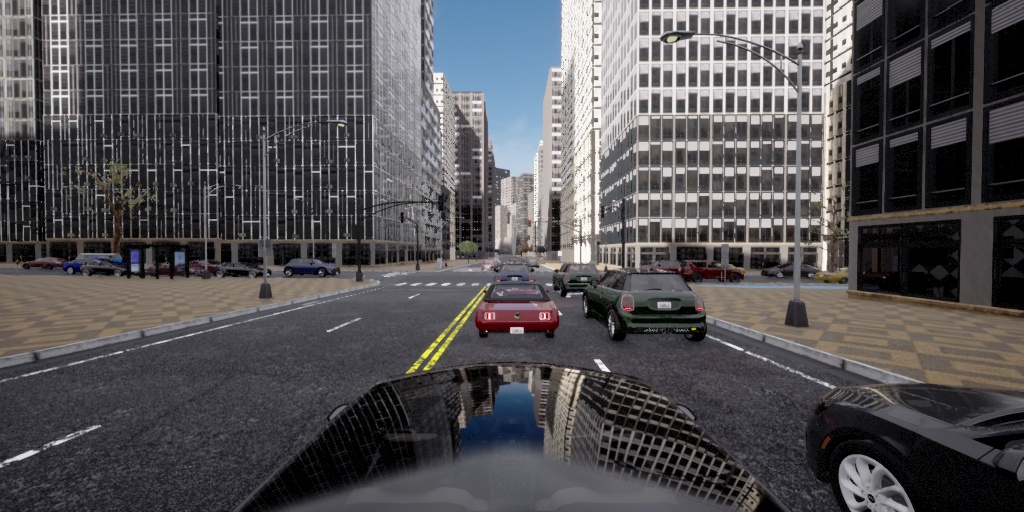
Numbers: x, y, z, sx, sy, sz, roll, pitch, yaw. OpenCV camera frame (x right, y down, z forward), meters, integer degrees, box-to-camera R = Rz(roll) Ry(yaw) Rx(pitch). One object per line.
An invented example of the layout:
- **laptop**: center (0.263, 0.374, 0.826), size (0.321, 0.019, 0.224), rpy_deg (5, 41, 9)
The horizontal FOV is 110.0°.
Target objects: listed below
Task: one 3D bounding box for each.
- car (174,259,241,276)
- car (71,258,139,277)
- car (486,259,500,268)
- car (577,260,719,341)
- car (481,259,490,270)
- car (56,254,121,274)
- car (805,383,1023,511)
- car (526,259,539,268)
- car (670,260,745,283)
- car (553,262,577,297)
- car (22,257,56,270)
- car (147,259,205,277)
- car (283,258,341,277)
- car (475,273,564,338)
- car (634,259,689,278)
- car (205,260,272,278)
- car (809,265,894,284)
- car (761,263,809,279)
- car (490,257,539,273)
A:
- **car**: center (-27.959, 1.042, 33.027), size (4.674, 1.442, 1.812), rpy_deg (1, 1, 1)
- **car**: center (-34.045, 1.069, 30.527), size (4.313, 1.339, 1.948), rpy_deg (0, 0, 1)
- **car**: center (-3.217, 1.251, 60.260), size (2.033, 1.411, 5.357), rpy_deg (0, 0, 0)
- **car**: center (3.356, 1.098, 10.008), size (2.097, 1.767, 4.553), rpy_deg (0, 0, 0)
- **car**: center (-3.241, 1.241, 50.572), size (1.812, 1.442, 4.674), rpy_deg (0, 0, 0)
- **car**: center (-38.432, 0.898, 33.260), size (5.008, 1.535, 1.882), rpy_deg (1, 1, 2)
- **car**: center (3.341, 1.255, 0.953), size (1.837, 1.490, 4.892), rpy_deg (0, 0, 0)
- **car**: center (3.459, 1.267, 61.198), size (1.994, 1.385, 4.181), rpy_deg (0, 0, 0)
- **car**: center (16.243, 1.269, 29.599), size (5.009, 1.841, 2.192), rpy_deg (0, 0, 1)
- **car**: center (3.379, 1.093, 18.945), size (2.097, 1.767, 4.553), rpy_deg (0, 0, 0)
- **car**: center (-50.902, 0.793, 39.335), size (4.207, 1.307, 1.802), rpy_deg (0, 0, 1)
- **car**: center (-28.365, 1.138, 30.343), size (4.207, 1.307, 1.802), rpy_deg (0, 0, 1)
- **car**: center (-18.178, 0.957, 32.770), size (4.553, 1.767, 2.097), rpy_deg (1, 1, 2)
- **car**: center (0.112, 1.347, 10.104), size (1.895, 1.301, 4.718), rpy_deg (0, 0, 0)
- **car**: center (14.683, 1.198, 35.461), size (4.553, 1.767, 2.097), rpy_deg (1, 1, 2)
- **car**: center (-22.681, 1.174, 30.199), size (4.313, 1.339, 1.948), rpy_deg (0, 0, 1)
- **car**: center (27.691, 1.579, 29.380), size (4.829, 1.417, 1.751), rpy_deg (0, 0, 1)
- **car**: center (27.172, 1.459, 35.165), size (4.892, 1.490, 1.837), rpy_deg (0, 1, 1)
- **car**: center (0.130, 1.092, 19.097), size (2.097, 1.767, 4.553), rpy_deg (0, 0, 0)
